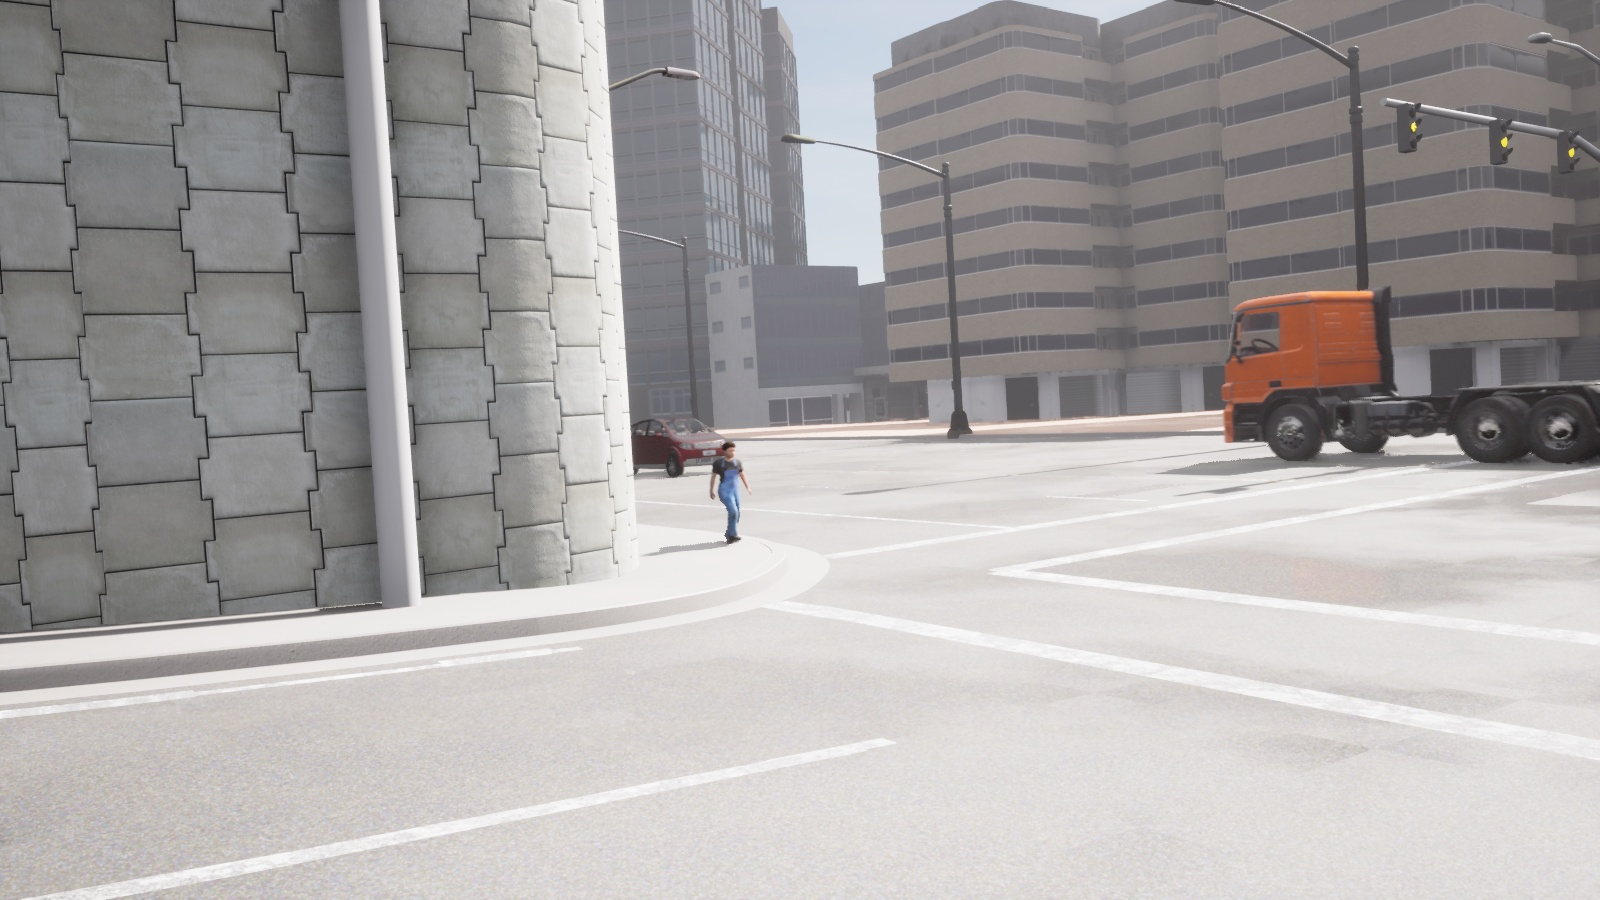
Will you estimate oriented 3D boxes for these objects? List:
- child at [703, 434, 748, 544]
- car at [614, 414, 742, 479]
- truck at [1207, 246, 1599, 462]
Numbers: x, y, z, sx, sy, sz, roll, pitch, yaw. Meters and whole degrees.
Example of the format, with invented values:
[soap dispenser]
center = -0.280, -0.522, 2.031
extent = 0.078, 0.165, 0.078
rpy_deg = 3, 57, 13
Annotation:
[child]
center = -0.883, 0.453, 14.894
extent = 0.270, 1.263, 0.437
rpy_deg = -5, 3, -34
[car]
center = -3.348, -0.101, 33.976
extent = 1.789, 1.549, 3.705
rpy_deg = -5, 3, -35
[truck]
center = 12.054, -1.628, 23.835
extent = 2.891, 3.462, 7.936
rpy_deg = -5, 3, -35
